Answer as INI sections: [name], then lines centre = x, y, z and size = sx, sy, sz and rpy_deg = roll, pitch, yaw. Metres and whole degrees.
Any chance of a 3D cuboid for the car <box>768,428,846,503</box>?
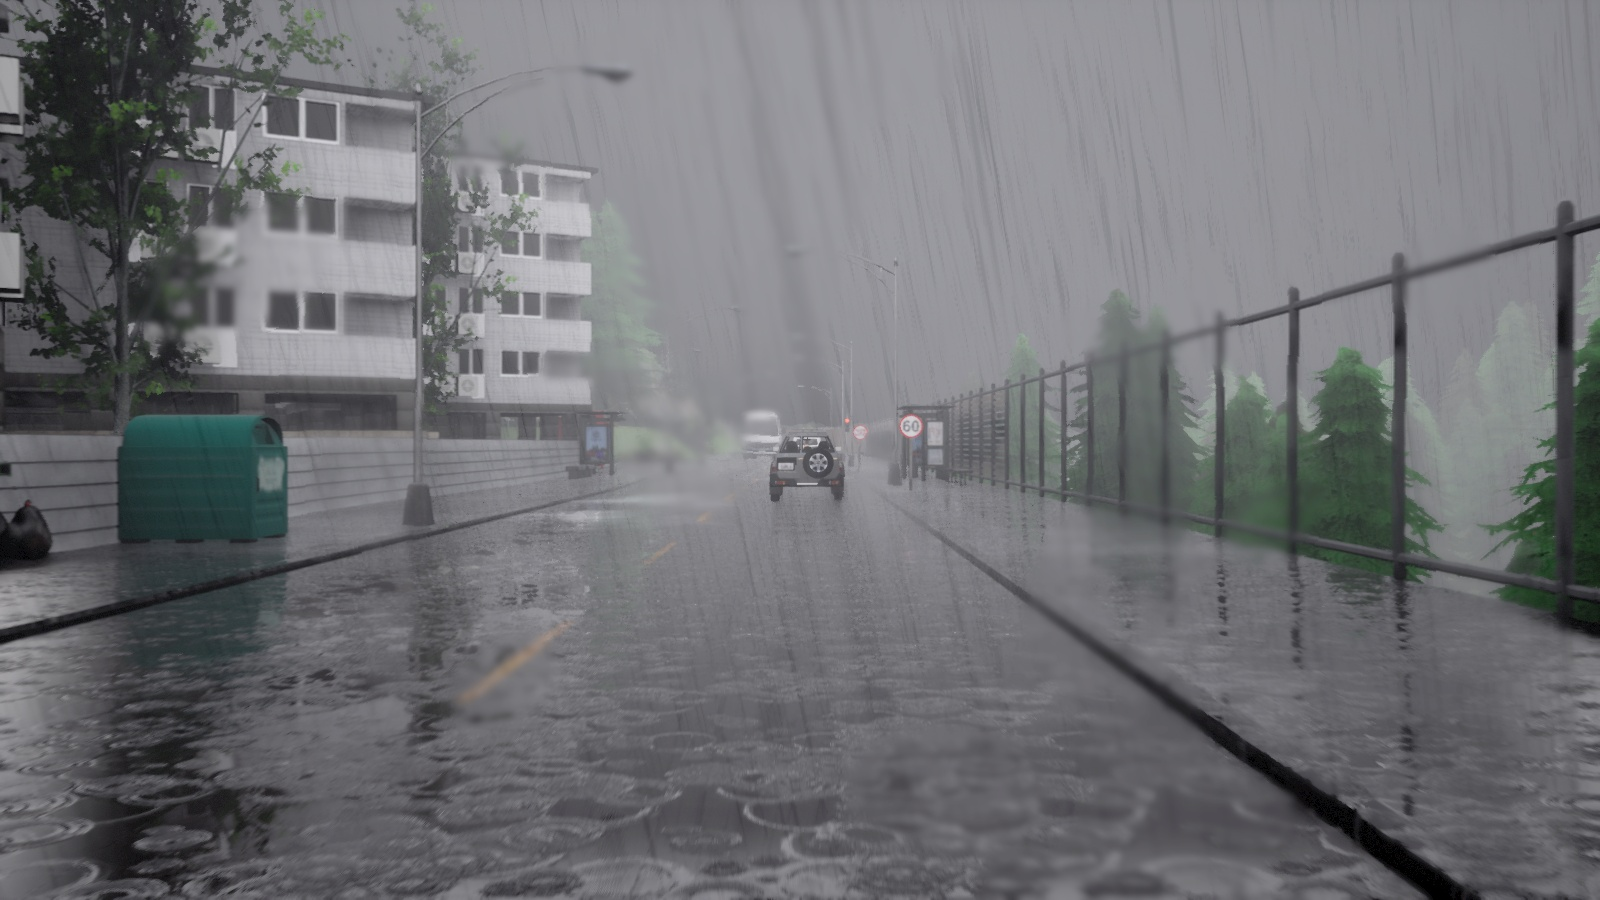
[car]
centre = 0.193, 0.375, 33.348
size = 1.932, 1.855, 4.605
rpy_deg = 0, 0, 0
